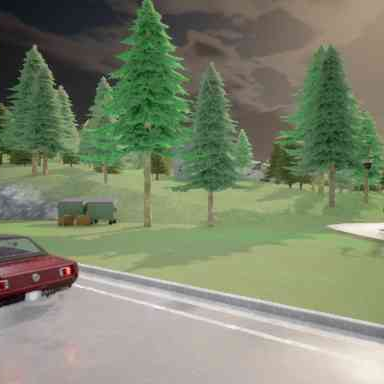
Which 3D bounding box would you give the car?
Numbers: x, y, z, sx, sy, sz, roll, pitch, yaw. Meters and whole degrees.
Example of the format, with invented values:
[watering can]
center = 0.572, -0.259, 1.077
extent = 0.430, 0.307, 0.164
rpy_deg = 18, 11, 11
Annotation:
[car]
center = -4.688, 1.601, 7.340
extent = 4.718, 1.301, 1.895
rpy_deg = 0, 0, 36
